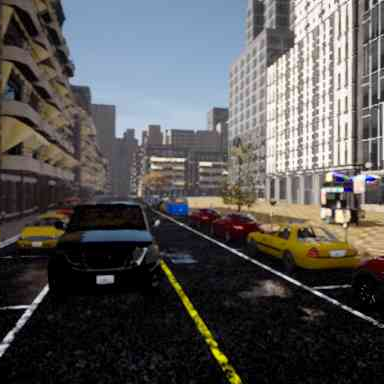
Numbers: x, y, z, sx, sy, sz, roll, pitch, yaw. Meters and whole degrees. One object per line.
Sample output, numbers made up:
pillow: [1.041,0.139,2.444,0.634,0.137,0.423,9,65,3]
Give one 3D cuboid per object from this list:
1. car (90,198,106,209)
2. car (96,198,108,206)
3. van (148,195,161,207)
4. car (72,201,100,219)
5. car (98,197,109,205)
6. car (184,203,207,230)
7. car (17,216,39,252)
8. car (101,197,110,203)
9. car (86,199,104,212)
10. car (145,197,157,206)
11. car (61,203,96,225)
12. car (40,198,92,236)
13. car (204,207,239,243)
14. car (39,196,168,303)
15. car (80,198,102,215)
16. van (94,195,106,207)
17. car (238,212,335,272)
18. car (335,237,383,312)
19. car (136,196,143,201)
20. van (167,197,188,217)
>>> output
car: [-13.182,1.623,46.705,1.887,1.381,4.507,0,0,-12]
car: [-15.560,1.689,57.499,1.802,1.307,4.206,0,0,-12]
van: [-6.188,1.471,53.905,1.690,1.788,3.998,0,0,-12]
car: [-9.617,1.592,30.513,2.008,1.369,4.403,0,0,-12]
car: [-16.748,1.704,62.896,1.802,1.307,4.206,0,0,-12]
car: [0.943,1.640,21.520,1.802,1.307,4.206,0,0,-12]
car: [-6.016,1.536,14.155,1.752,1.417,4.829,0,0,-12]
car: [-19.125,1.719,73.691,1.947,1.339,4.313,0,0,-12]
car: [-11.994,1.631,41.307,1.947,1.339,4.313,0,0,-12]
car: [-7.412,1.670,59.467,1.752,1.417,4.829,0,0,-12]
car: [-8.428,1.581,25.116,2.008,1.369,4.403,0,0,-12]
car: [-7.241,1.335,19.718,2.192,1.841,5.009,0,0,-12]
car: [2.132,1.630,16.123,1.802,1.307,4.206,0,0,-12]
car: [-2.155,1.234,8.703,2.150,2.045,5.566,0,0,-12]
car: [-10.805,1.493,35.910,1.967,1.590,4.097,0,0,-12]
van: [-14.372,1.434,52.103,1.690,1.788,3.998,0,0,-12]
car: [3.284,1.565,10.891,1.752,1.417,4.829,0,0,-12]
car: [4.509,1.471,5.327,1.967,1.590,4.097,0,0,-12]
car: [-14.506,1.788,91.685,1.887,1.381,4.507,0,0,-12]
van: [-1.433,1.419,32.315,1.690,1.788,3.998,0,0,-12]
